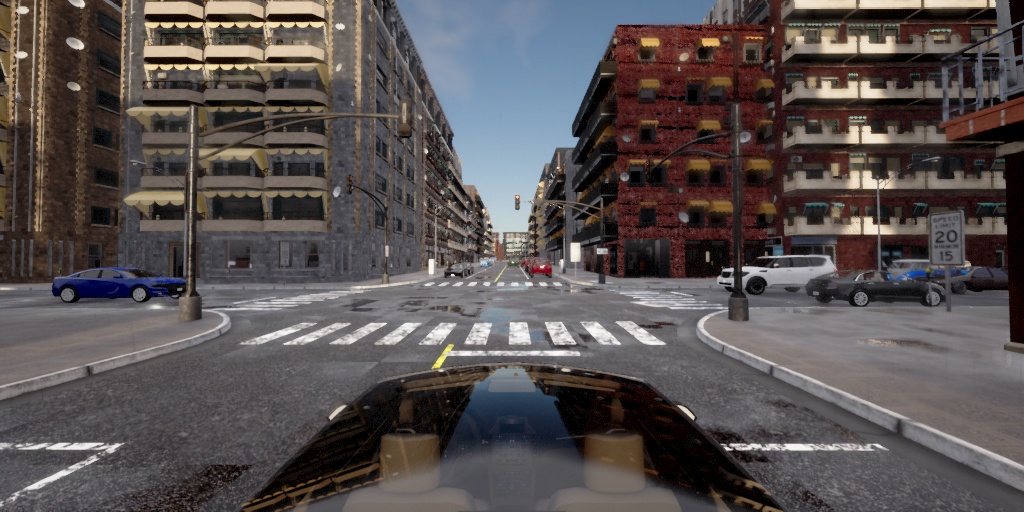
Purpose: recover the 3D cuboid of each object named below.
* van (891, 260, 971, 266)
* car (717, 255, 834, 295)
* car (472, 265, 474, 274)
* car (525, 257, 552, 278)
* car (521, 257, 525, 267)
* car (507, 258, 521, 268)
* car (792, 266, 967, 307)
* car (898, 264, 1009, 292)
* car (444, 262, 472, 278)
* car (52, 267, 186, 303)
[{"bbox_3d":[24.946,1.115,21.479,3.998,1.789,1.690,0,0,0],"label":"van"},{"bbox_3d":[14.066,0.970,19.088,5.566,2.045,2.150,0,-1,0],"label":"car"},{"bbox_3d":[-5.231,1.331,39.503,1.948,1.339,4.313,0,0,0],"label":"car"},{"bbox_3d":[2.638,1.077,33.970,2.192,1.841,5.009,0,0,0],"label":"car"},{"bbox_3d":[2.662,1.086,45.093,2.192,1.841,5.009,0,0,0],"label":"car"},{"bbox_3d":[0.235,1.179,64.489,2.097,1.767,4.553,0,0,0],"label":"car"},{"bbox_3d":[13.771,1.186,13.652,4.403,1.370,2.007,0,0,0],"label":"car"},{"bbox_3d":[24.330,1.272,19.030,5.357,1.411,2.033,0,-1,0],"label":"car"},{"bbox_3d":[-5.243,1.328,33.942,1.948,1.339,4.313,0,0,0],"label":"car"},{"bbox_3d":[-17.582,1.254,16.284,5.008,1.535,1.882,0,-1,0],"label":"car"}]
